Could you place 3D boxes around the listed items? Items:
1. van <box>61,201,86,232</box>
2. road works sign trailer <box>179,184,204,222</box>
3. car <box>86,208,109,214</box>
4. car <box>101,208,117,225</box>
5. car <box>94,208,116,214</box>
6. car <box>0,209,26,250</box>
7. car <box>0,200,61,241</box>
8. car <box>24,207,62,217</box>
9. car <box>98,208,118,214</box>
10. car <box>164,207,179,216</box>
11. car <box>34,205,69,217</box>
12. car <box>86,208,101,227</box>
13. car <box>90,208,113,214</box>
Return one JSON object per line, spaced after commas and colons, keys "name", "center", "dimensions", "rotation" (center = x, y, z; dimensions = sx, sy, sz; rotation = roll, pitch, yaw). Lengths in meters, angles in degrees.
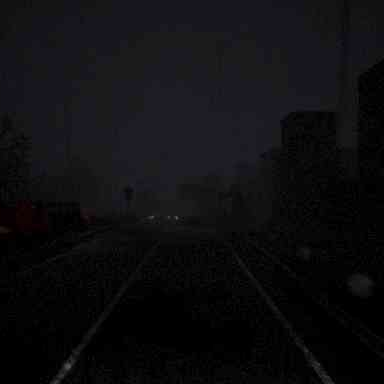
{"name": "van", "center": [-9.640, 1.577, 21.748], "dimensions": [4.442, 1.987, 1.878], "rotation": [0, -2, 0]}
{"name": "road works sign trailer", "center": [-0.018, 1.066, 31.997], "dimensions": [2.380, 3.560, 2.880], "rotation": [0, -2, 0]}
{"name": "car", "center": [-21.796, 4.430, 76.528], "dimensions": [4.674, 1.452, 2.002], "rotation": [0, -3, 0]}
{"name": "car", "center": [-9.364, 1.995, 27.694], "dimensions": [5.366, 1.575, 1.946], "rotation": [0, -2, 0]}
{"name": "car", "center": [-21.775, 4.731, 83.070], "dimensions": [5.008, 1.535, 2.097], "rotation": [0, -3, 0]}
{"name": "car", "center": [-9.468, 1.567, 12.637], "dimensions": [5.008, 1.535, 2.097], "rotation": [0, -1, 0]}
{"name": "car", "center": [-9.518, 1.380, 15.560], "dimensions": [5.566, 2.045, 2.435], "rotation": [0, -2, 0]}
{"name": "car", "center": [-21.879, 3.000, 49.059], "dimensions": [4.674, 1.452, 2.002], "rotation": [0, -3, 0]}
{"name": "car", "center": [-21.753, 4.935, 86.213], "dimensions": [4.674, 1.452, 2.002], "rotation": [0, -3, 0]}
{"name": "car", "center": [-3.219, 3.523, 57.566], "dimensions": [1.994, 1.385, 4.181], "rotation": [0, -3, 1]}
{"name": "car", "center": [-21.938, 2.997, 52.234], "dimensions": [4.553, 1.767, 2.185], "rotation": [0, -3, 0]}
{"name": "car", "center": [-9.568, 1.771, 24.781], "dimensions": [4.553, 1.767, 2.185], "rotation": [0, -2, 0]}
{"name": "car", "center": [-21.779, 4.562, 79.801], "dimensions": [4.892, 1.521, 2.231], "rotation": [0, -3, 0]}
